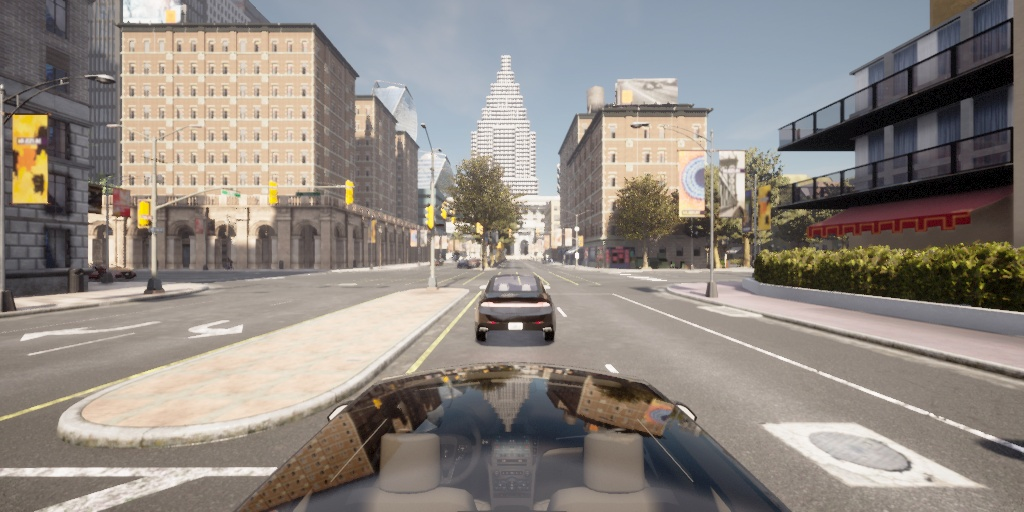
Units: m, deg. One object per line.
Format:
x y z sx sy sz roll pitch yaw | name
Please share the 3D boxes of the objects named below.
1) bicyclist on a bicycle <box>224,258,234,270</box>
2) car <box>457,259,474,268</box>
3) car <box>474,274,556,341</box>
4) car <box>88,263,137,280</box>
-37.237 1.041 47.246 0.582 1.620 1.656 0 0 0 | bicyclist on a bicycle
-7.986 1.264 59.724 1.812 1.442 4.674 0 0 0 | car
0.083 1.240 9.836 2.128 1.511 4.902 0 0 0 | car
-33.462 1.307 29.294 4.181 1.385 1.994 0 0 0 | car
